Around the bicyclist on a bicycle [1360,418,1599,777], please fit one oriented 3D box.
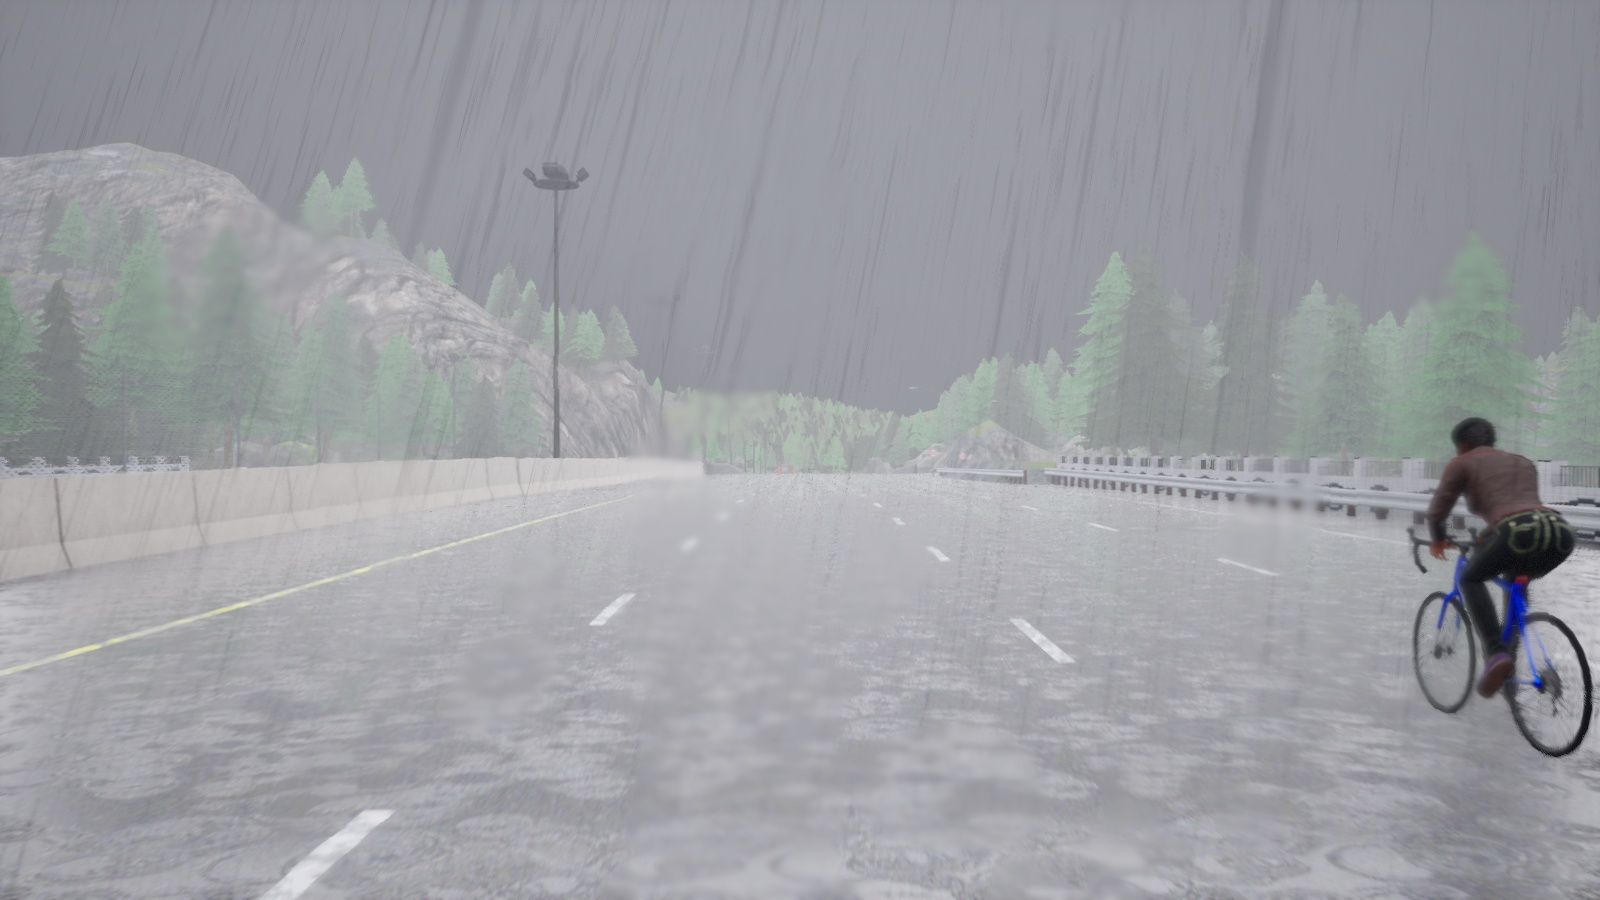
[{"bbox_3d":[3.552,0.666,6.493,0.582,1.620,1.656,0,0,0],"label":"bicyclist on a bicycle"}]
